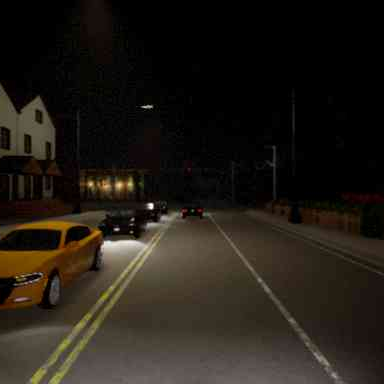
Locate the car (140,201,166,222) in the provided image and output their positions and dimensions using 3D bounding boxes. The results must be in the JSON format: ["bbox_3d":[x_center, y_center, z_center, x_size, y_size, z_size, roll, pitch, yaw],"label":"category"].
[{"bbox_3d":[-3.560,1.605,27.337,2.033,1.411,5.357,0,0,0],"label":"car"}]

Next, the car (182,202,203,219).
[{"bbox_3d":[0.061,1.610,30.055,2.033,1.411,5.357,0,0,0],"label":"car"}]

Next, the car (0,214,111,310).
[{"bbox_3d":[-3.600,1.495,8.124,1.882,1.535,5.008,0,0,0],"label":"car"}]

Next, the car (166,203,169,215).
[{"bbox_3d":[-3.500,1.674,35.419,1.895,1.301,4.718,0,0,0],"label":"car"}]

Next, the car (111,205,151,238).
[{"bbox_3d":[-3.590,1.601,17.856,1.994,1.385,4.181,0,0,0],"label":"car"}]
